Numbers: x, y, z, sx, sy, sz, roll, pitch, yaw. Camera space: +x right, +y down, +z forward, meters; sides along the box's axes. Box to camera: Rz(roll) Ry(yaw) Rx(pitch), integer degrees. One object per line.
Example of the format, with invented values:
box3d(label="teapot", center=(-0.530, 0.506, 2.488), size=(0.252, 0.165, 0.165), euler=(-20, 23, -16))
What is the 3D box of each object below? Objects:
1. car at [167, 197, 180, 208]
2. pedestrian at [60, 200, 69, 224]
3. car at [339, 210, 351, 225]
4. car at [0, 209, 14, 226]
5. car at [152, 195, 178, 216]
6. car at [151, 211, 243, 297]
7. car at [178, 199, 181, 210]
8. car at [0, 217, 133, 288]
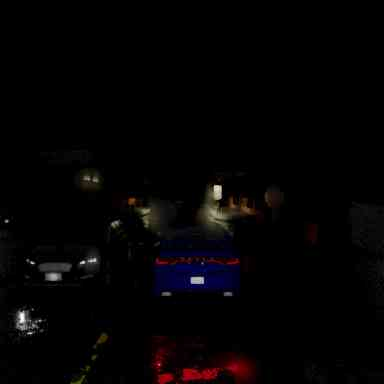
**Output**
box3d(label="car", center=(-2.934, 1.638, 53.899), size=(2.097, 1.767, 4.553), euler=(0, -1, -2))
box3d(label="pedestrian", center=(-9.634, 1.452, 25.085), size=(0.375, 1.860, 0.375), euler=(0, -1, 1))
box3d(label="car", center=(12.289, 1.398, 21.850), size=(5.008, 1.535, 1.882), euler=(-1, -2, 1))
box3d(label="car", center=(-13.421, 1.374, 19.263), size=(5.566, 2.045, 2.150), euler=(-1, -2, 1))
box3d(label="car", center=(-2.801, 1.466, 33.914), size=(2.097, 1.767, 4.553), euler=(0, 0, 0))
box3d(label="car", center=(0.108, 1.491, 8.640), size=(1.882, 1.535, 5.008), euler=(0, 0, 0))
box3d(label="car", center=(-2.800, 1.407, 43.724), size=(2.150, 2.045, 5.566), euler=(0, 0, 0))
box3d(label="car", center=(-2.880, 1.507, 9.348), size=(2.128, 1.511, 4.902), euler=(0, 0, 0))
